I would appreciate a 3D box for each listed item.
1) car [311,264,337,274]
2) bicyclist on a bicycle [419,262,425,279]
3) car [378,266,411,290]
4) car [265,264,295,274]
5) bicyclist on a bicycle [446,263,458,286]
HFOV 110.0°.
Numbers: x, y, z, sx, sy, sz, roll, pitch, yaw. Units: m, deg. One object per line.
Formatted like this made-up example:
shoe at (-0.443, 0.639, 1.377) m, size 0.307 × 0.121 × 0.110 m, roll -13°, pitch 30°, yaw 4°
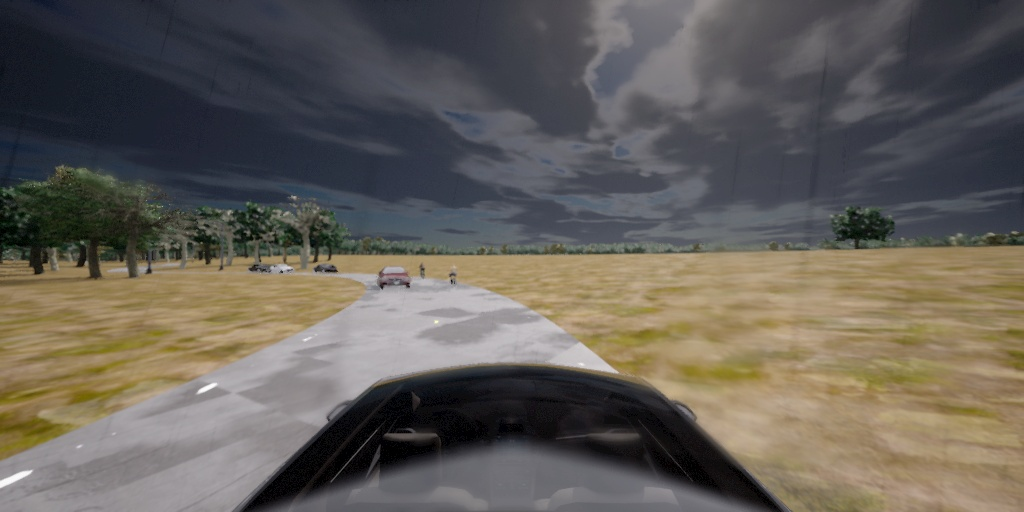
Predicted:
car at (-28.239, 1.906, 53.980) m, size 4.892 × 1.490 × 1.837 m, roll 0°, pitch -1°, yaw 35°
bicyclist on a bicycle at (-8.545, 1.409, 34.132) m, size 0.582 × 1.620 × 1.656 m, roll 0°, pitch -1°, yaw -31°
car at (-7.890, 1.382, 23.946) m, size 1.812 × 1.442 × 4.674 m, roll 0°, pitch 0°, yaw -23°
car at (-35.154, 1.971, 54.748) m, size 4.674 × 1.442 × 1.812 m, roll -1°, pitch -2°, yaw 30°
bicyclist on a bicycle at (-4.184, 1.309, 25.447) m, size 0.866 × 1.612 × 1.509 m, roll 0°, pitch 0°, yaw -22°
